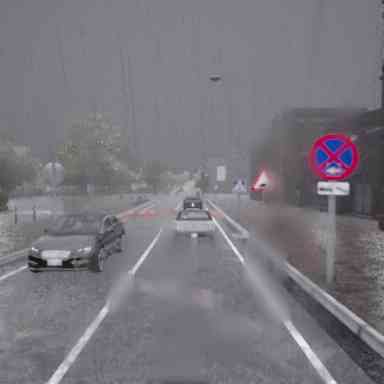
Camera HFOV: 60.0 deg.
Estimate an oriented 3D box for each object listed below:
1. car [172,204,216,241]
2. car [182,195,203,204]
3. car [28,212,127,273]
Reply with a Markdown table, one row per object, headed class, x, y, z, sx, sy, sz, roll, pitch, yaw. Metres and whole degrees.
| class | x | y | z | sx | sy | sz | roll | pitch | yaw |
| --- | --- | --- | --- | --- | --- | --- | --- | --- | --- |
| car | 0.093 | 1.491 | 16.131 | 1.895 | 1.301 | 4.718 | 0 | 1 | 0 |
| car | 0.086 | 1.070 | 32.997 | 1.837 | 1.490 | 4.892 | 0 | -2 | 0 |
| car | -3.354 | 1.433 | 10.568 | 2.128 | 1.511 | 4.902 | 0 | 0 | 0 |
